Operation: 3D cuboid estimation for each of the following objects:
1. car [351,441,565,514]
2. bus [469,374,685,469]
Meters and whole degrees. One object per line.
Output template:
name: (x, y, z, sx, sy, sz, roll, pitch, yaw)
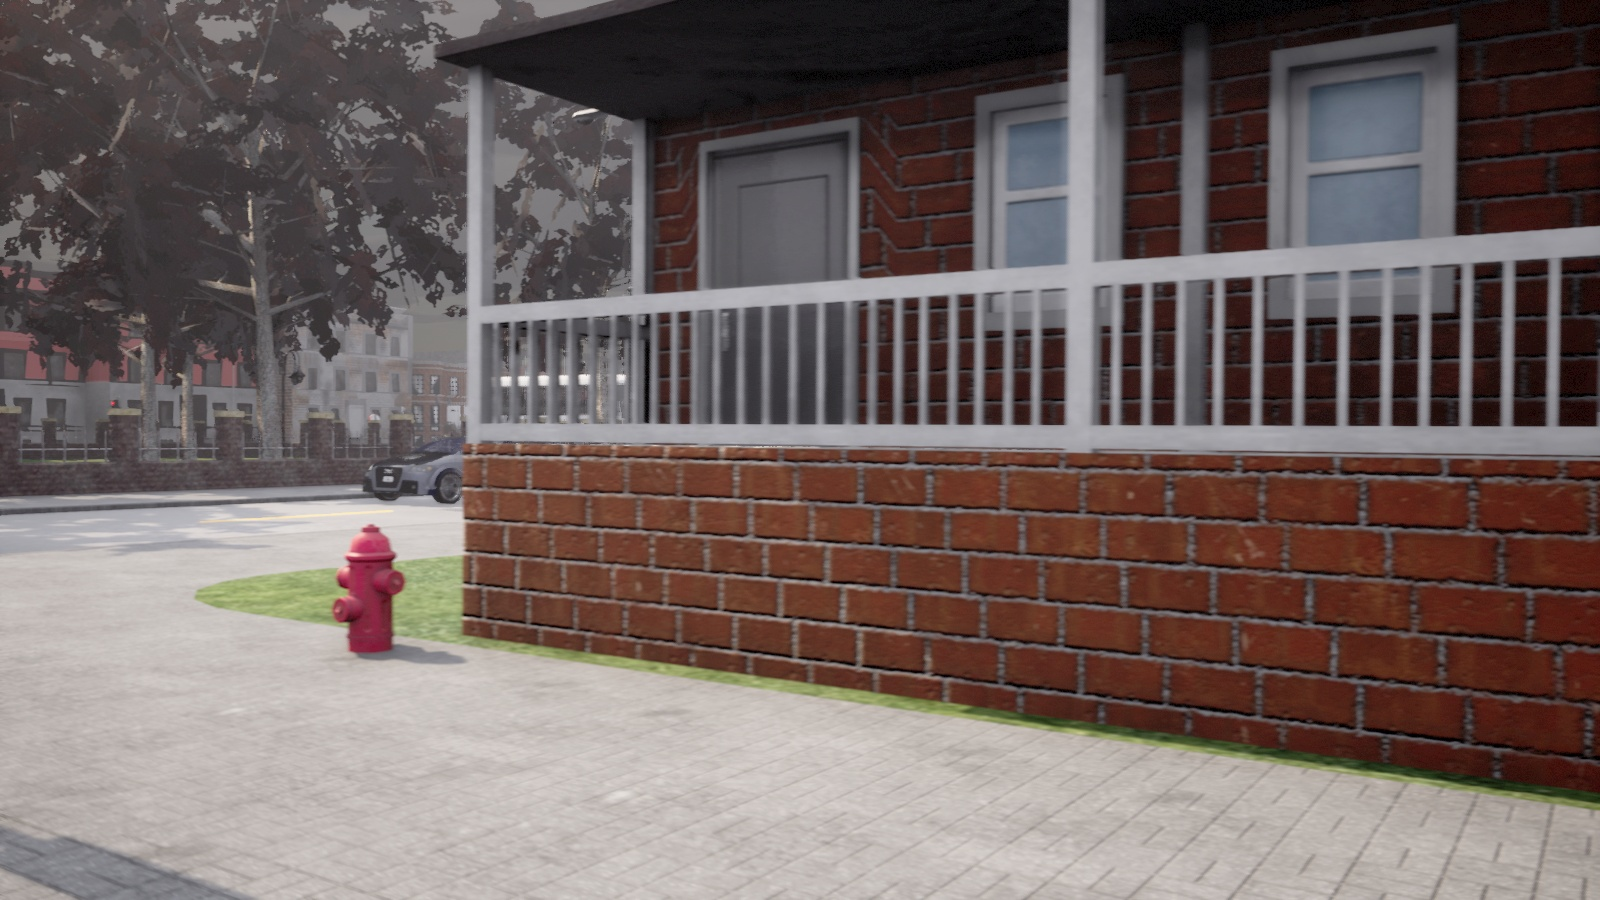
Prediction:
car: (-7.233, 0.525, 26.962, 1.994, 1.385, 4.181, 0, 1, 31)
bus: (-10.876, -1.310, 60.815, 10.273, 4.253, 3.944, 0, 1, 32)
